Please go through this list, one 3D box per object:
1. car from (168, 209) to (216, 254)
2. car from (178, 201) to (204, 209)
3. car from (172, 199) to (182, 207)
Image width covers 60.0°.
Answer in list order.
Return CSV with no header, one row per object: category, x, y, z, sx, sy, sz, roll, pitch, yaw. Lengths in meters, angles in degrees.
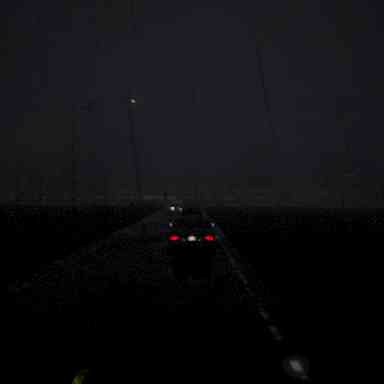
car,-0.005,1.678,13.987,2.033,1.411,5.357,0,0,0
car,-0.009,1.774,29.297,1.837,1.490,4.892,0,0,0
car,-2.780,2.013,63.259,1.882,1.535,5.008,0,-1,0
